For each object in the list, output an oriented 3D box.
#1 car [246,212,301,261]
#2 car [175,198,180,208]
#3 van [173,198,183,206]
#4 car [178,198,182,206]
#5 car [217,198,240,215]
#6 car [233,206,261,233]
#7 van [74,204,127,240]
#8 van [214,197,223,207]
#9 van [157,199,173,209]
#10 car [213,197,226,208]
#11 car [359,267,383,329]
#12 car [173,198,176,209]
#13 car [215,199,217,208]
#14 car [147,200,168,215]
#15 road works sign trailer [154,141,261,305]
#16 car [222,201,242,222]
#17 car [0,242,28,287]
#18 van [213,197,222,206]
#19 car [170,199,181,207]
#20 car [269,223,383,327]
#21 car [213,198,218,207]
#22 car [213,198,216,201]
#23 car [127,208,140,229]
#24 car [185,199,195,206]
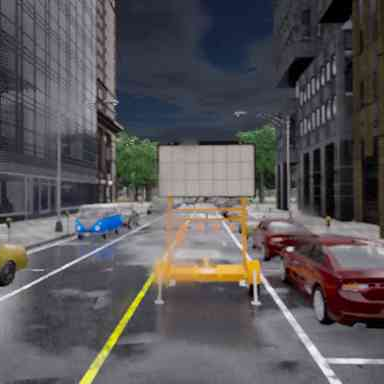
[{"bbox_3d":[3.286,1.652,12.484,1.887,1.381,4.507,0,-1,2],"label":"car"},{"bbox_3d":[-3.646,2.172,56.263,1.947,1.339,4.313,0,-1,2],"label":"car"},{"bbox_3d":[-3.052,2.119,72.567,1.690,1.788,3.998,0,-1,2],"label":"van"},{"bbox_3d":[-3.454,2.186,61.528,1.752,1.417,4.829,0,-1,2],"label":"car"},{"bbox_3d":[4.078,1.640,34.220,2.192,1.841,5.009,0,-1,2],"label":"car"},{"bbox_3d":[3.491,1.688,18.087,1.752,1.417,4.829,0,-1,2],"label":"car"},{"bbox_3d":[-5.036,1.559,18.230,1.690,1.788,3.998,0,-1,2],"label":"van"},{"bbox_3d":[5.269,2.004,66.822,1.690,1.788,3.998,0,-1,2],"label":"van"},{"bbox_3d":[-4.044,1.834,45.398,1.690,1.788,3.998,0,-1,2],"label":"van"},{"bbox_3d":[5.070,1.921,61.389,2.192,1.841,5.009,0,-1,2],"label":"car"},{"bbox_3d":[2.890,1.550,1.616,2.008,1.369,4.403,0,-1,2],"label":"car"},{"bbox_3d":[-3.851,2.073,50.660,1.752,1.417,4.829,0,-1,2],"label":"car"},{"bbox_3d":[4.483,1.963,45.255,1.752,1.417,4.829,0,-1,2],"label":"car"},{"bbox_3d":[-4.241,2.003,39.962,1.947,1.339,4.313,0,-1,2],"label":"car"},{"bbox_3d":[0.363,0.547,8.303,2.380,3.560,2.880,0,-1,2],"label":"road works sign trailer"},{"bbox_3d":[3.888,1.797,28.954,1.752,1.417,4.829,0,-1,2],"label":"car"},{"bbox_3d":[-5.438,1.634,7.191,1.752,1.417,4.829,0,-1,2],"label":"car"},{"bbox_3d":[5.467,2.062,72.256,1.690,1.788,3.998,0,-1,2],"label":"van"},{"bbox_3d":[-3.250,2.160,67.132,1.967,1.590,4.097,0,-1,2],"label":"car"},{"bbox_3d":[3.088,1.598,7.050,1.887,1.381,4.507,0,-1,2],"label":"car"},{"bbox_3d":[4.675,2.037,50.519,1.887,1.381,4.507,0,-1,2],"label":"car"},{"bbox_3d":[4.873,1.989,55.954,1.967,1.590,4.097,0,-1,2],"label":"car"},{"bbox_3d":[-4.836,1.823,23.661,2.008,1.369,4.403,0,-1,2],"label":"car"},{"bbox_3d":[-0.358,2.245,70.554,1.837,1.490,4.892,0,-1,2],"label":"car"}]
